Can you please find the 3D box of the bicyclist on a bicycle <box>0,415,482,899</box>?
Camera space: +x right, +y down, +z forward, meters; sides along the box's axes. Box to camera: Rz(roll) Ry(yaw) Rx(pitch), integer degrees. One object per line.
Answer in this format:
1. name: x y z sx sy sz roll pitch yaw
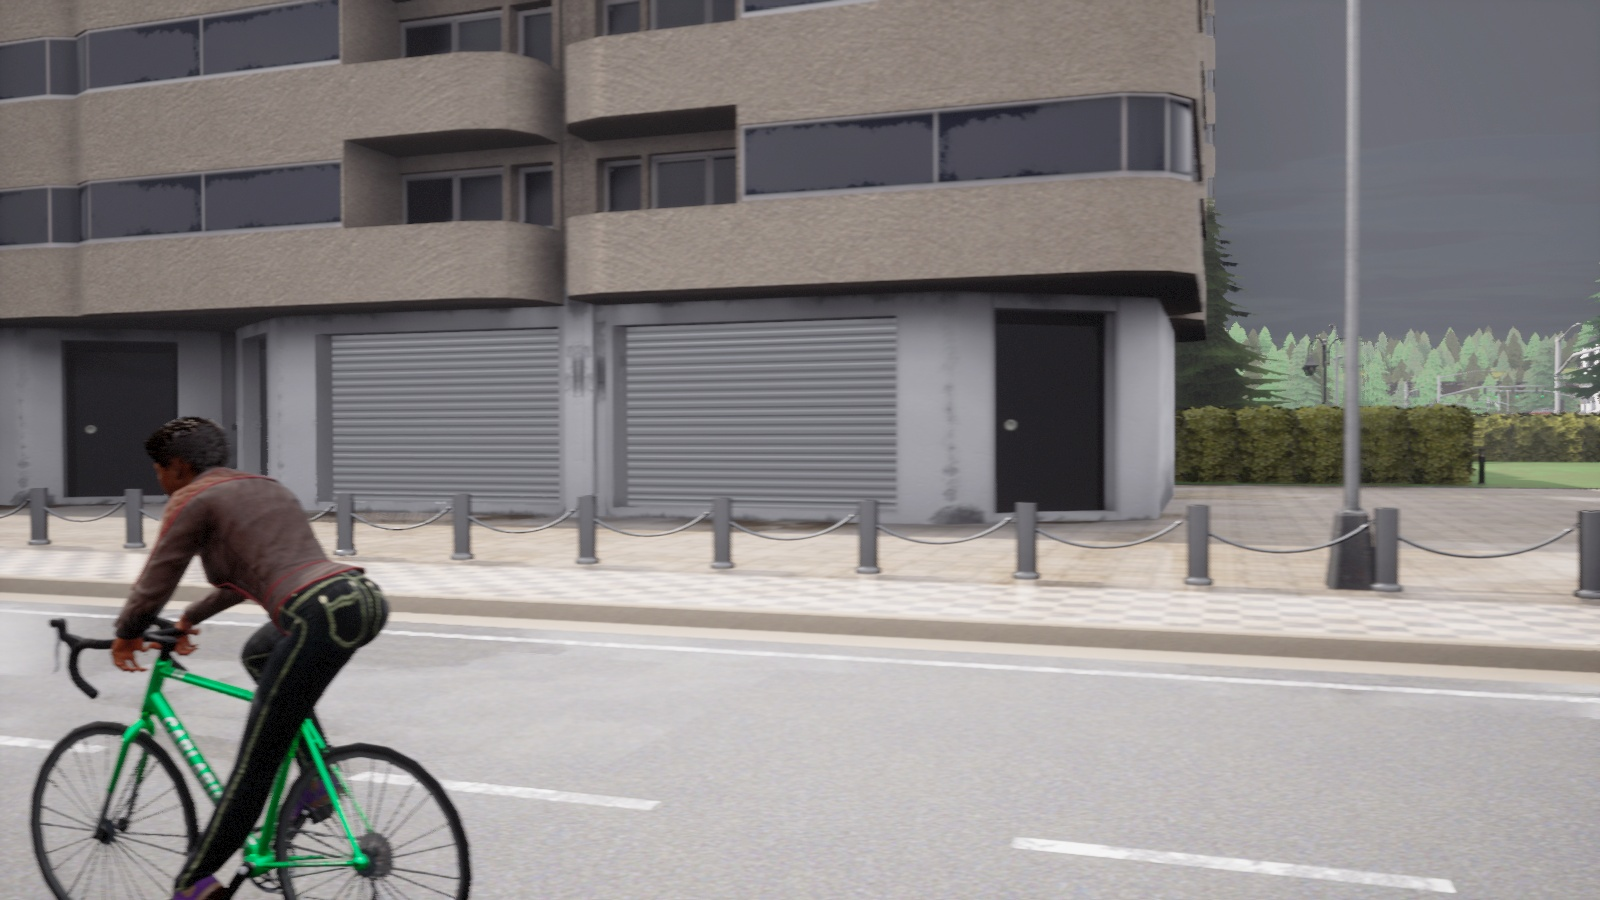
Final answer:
1. bicyclist on a bicycle: -1.849 0.711 3.815 1.656 1.620 0.582 0 1 19
